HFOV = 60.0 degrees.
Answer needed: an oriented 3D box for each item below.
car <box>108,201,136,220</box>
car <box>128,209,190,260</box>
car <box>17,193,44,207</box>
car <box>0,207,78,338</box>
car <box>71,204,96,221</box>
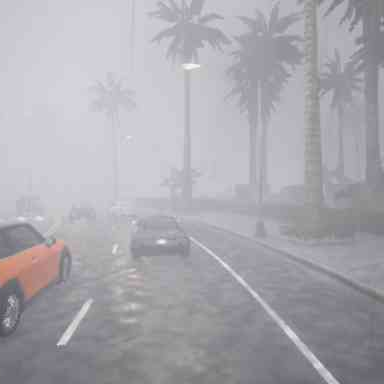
[{"bbox_3d":[-5.971,1.519,28.516,1.812,1.442,4.674,0,0,-22],"label":"car"},{"bbox_3d":[-1.306,1.554,12.575,1.994,1.385,4.181,0,0,-10],"label":"car"},{"bbox_3d":[-16.487,1.262,33.760,2.150,2.045,5.566,0,0,-31],"label":"car"},{"bbox_3d":[-3.990,1.363,6.680,2.097,1.767,4.553,0,0,-6],"label":"car"},{"bbox_3d":[-8.721,1.610,26.213,1.895,1.301,4.718,0,0,-21],"label":"car"}]
